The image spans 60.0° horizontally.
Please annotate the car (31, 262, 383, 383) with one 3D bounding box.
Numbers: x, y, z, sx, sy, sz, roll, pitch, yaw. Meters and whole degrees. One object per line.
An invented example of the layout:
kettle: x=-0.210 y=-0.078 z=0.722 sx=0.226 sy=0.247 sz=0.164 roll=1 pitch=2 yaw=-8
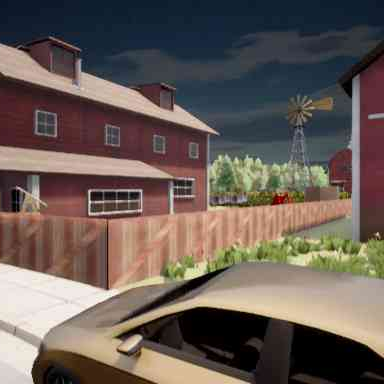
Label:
car: x=0.425 y=1.420 z=2.918 sx=4.193 sy=1.474 sz=1.816 roll=0 pitch=6 yaw=33
